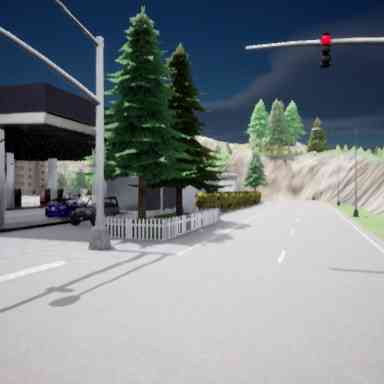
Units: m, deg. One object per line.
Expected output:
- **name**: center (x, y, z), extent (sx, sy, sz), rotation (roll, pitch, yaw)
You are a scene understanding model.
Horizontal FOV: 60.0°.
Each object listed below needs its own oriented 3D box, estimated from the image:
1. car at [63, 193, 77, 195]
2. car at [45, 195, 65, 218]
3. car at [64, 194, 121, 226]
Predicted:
- **car**: center (-29.438, 1.021, 75.642), extent (5.027, 1.636, 2.152), rotation (0, 0, 19)
- **car**: center (-10.365, 1.401, 28.651), extent (2.242, 1.667, 4.611), rotation (0, 0, 19)
- **car**: center (-6.440, 1.262, 22.695), extent (1.905, 1.878, 3.866), rotation (0, 0, 19)
